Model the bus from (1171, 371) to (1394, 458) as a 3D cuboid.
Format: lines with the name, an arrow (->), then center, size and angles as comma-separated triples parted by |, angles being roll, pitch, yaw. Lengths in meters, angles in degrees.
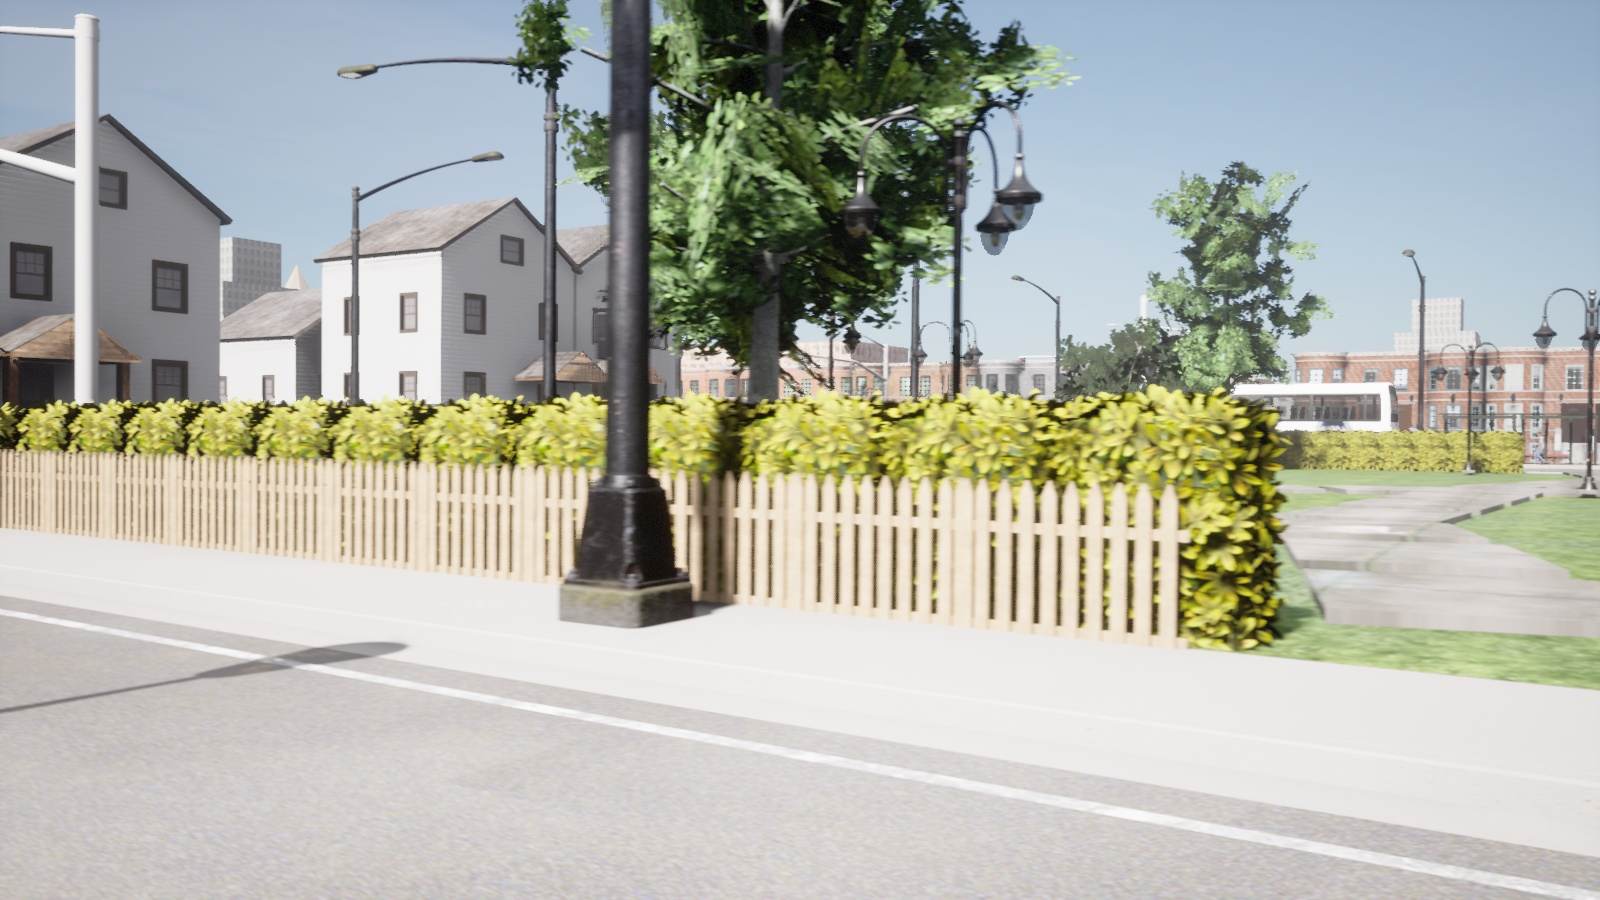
bus -> 25.107, -1.768, 65.619 | 10.273, 4.253, 3.944 | 0, 1, 33

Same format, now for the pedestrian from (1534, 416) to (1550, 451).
pedestrian -> 38.910, -0.857, 65.872 | 0.706, 1.836, 0.354 | 0, 1, 31
